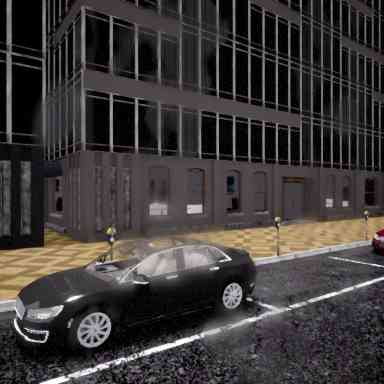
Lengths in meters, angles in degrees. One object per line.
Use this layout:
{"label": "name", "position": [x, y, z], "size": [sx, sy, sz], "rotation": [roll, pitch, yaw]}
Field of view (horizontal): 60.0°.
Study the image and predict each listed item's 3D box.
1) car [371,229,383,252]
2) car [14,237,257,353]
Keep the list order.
{"label": "car", "position": [8.529, 1.582, 12.649], "size": [4.206, 1.307, 1.802], "rotation": [0, 0, -36]}
{"label": "car", "position": [-0.737, 1.551, 6.035], "size": [4.403, 1.369, 2.008], "rotation": [0, 0, -36]}
